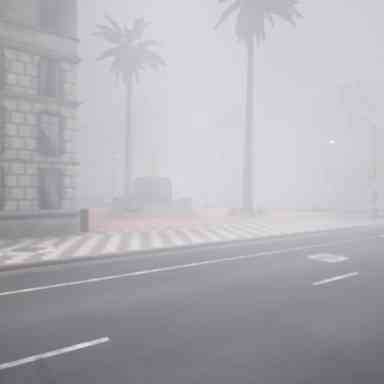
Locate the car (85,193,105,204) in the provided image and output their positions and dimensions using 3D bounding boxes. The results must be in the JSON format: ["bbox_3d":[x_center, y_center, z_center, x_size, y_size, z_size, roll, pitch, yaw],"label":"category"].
[{"bbox_3d":[-19.489,1.256,63.196,5.566,2.045,2.150,0,0,-10],"label":"car"}]

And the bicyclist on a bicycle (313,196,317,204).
[{"bbox_3d":[21.822,1.388,59.028,0.582,1.620,1.656,0,0,42],"label":"bicyclist on a bicycle"}]

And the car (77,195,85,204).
[{"bbox_3d":[-22.104,1.531,58.975,4.892,1.490,1.837,0,0,-14],"label":"car"}]
